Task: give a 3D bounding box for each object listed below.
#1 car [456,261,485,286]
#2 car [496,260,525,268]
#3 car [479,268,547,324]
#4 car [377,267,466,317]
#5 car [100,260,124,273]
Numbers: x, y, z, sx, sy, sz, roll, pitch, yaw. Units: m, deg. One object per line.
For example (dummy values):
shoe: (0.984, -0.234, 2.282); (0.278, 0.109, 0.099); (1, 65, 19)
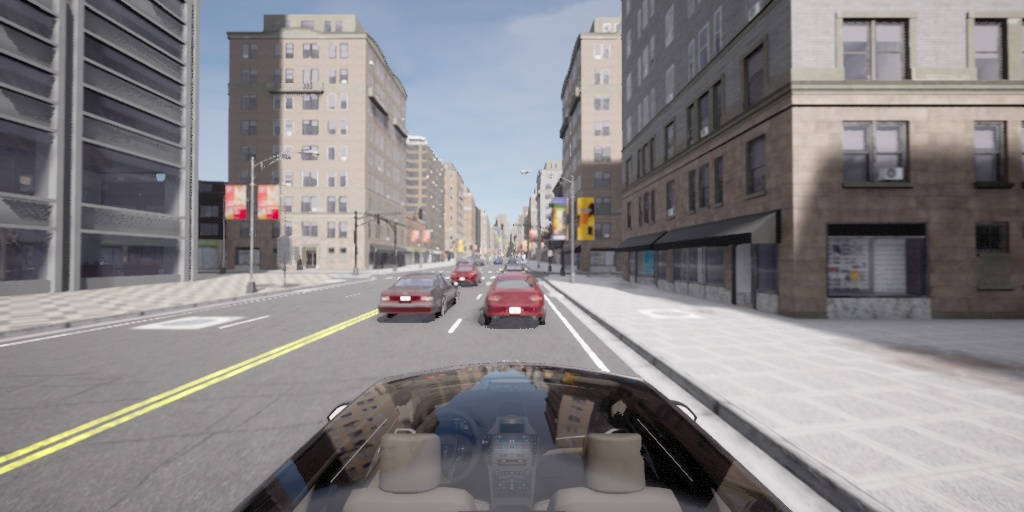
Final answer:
car: (-3.152, 1.290, 24.989); (1.812, 1.442, 4.674); (0, 0, 0)
car: (0.108, 1.256, 25.083); (2.128, 1.511, 4.902); (0, 0, -2)
car: (0.092, 1.284, 11.874); (1.812, 1.442, 4.674); (0, 0, 0)
car: (-3.152, 1.307, 13.104); (2.033, 1.411, 5.357); (0, 0, 0)
car: (-42.715, 1.133, 37.106); (5.357, 1.411, 2.033); (0, -1, 0)
